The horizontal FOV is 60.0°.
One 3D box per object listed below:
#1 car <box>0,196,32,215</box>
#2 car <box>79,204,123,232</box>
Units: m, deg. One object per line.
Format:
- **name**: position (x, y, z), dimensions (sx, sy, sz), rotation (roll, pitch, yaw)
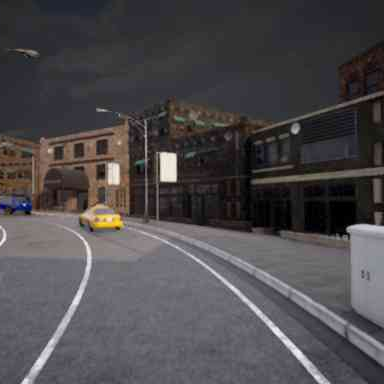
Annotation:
- **car**: position (-19.546, 1.415, 35.992), dimensions (5.566, 2.045, 2.150), rotation (0, -1, 35)
- **car**: position (-5.939, 1.573, 21.192), dimensions (1.801, 1.575, 5.366), rotation (0, 0, -29)
